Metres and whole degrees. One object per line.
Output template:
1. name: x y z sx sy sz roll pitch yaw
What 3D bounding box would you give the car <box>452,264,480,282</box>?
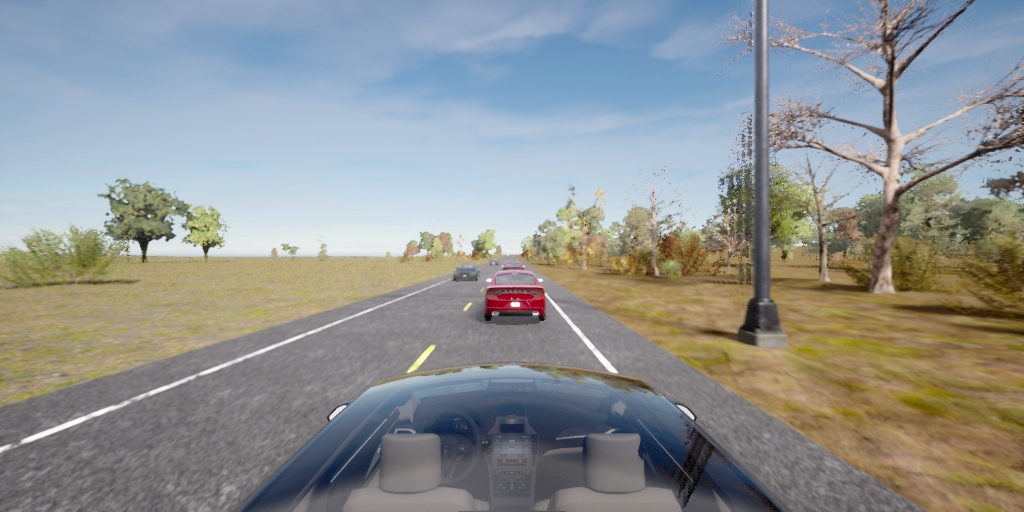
1. car: -3.596 1.308 29.158 1.994 1.385 4.181 0 0 0

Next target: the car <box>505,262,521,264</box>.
1. car: 0.102 1.220 31.053 1.882 1.535 5.008 0 0 0

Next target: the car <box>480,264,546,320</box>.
1. car: 0.100 1.228 12.680 1.882 1.535 5.008 0 0 0
